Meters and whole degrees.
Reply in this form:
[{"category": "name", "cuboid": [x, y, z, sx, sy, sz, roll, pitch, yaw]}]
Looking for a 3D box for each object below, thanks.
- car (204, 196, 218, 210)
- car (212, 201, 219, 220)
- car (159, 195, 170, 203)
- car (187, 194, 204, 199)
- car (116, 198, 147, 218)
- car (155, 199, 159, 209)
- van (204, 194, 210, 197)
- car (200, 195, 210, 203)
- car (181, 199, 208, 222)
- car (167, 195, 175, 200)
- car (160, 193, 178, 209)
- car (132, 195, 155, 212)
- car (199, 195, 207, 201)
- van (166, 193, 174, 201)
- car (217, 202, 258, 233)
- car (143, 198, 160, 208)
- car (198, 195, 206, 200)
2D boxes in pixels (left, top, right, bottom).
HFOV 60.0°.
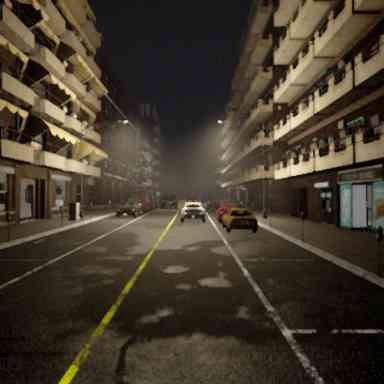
[{"category": "car", "cuboid": [2.698, 1.548, 41.547, 1.802, 1.307, 4.206, 1, 0, 0]}, {"category": "car", "cuboid": [2.699, 1.561, 24.834, 1.802, 1.307, 4.206, 1, 0, 0]}, {"category": "car", "cuboid": [-5.682, 1.469, 69.272, 1.752, 1.417, 4.829, 1, 0, 0]}, {"category": "car", "cuboid": [0.070, 1.317, 40.925, 2.097, 1.767, 4.553, 0, 0, 0]}, {"category": "car", "cuboid": [-5.681, 1.541, 30.445, 1.947, 1.339, 4.313, 1, 0, 0]}, {"category": "car", "cuboid": [-5.678, 1.281, 41.587, 2.192, 1.841, 5.009, 1, 0, 0]}, {"category": "van", "cuboid": [2.704, 1.290, 63.832, 1.690, 1.788, 3.998, 1, 0, 0]}, {"category": "car", "cuboid": [2.705, 1.469, 69.573, 1.752, 1.417, 4.829, 1, 0, 0]}, {"category": "car", "cuboid": [0.088, 1.504, 25.809, 1.812, 1.442, 4.674, 0, 0, 0]}, {"category": "car", "cuboid": [-5.683, 1.478, 91.726, 2.008, 1.369, 4.403, 1, 0, 0]}, {"category": "car", "cuboid": [-3.077, 1.185, 45.211, 2.150, 2.045, 5.566, 0, 0, 0]}, {"category": "car", "cuboid": [-5.678, 1.285, 36.015, 2.192, 1.841, 5.009, 1, 0, 0]}, {"category": "car", "cuboid": [2.677, 1.480, 80.545, 1.887, 1.381, 4.507, 1, 0, 0]}, {"category": "van", "cuboid": [-5.681, 1.272, 86.156, 1.690, 1.788, 3.998, 1, 0, 0]}, {"category": "car", "cuboid": [2.700, 1.509, 19.432, 1.752, 1.417, 4.829, 1, 0, 0]}, {"category": "car", "cuboid": [-5.682, 1.543, 47.158, 1.802, 1.307, 4.206, 1, 0, 0]}, {"category": "car", "cuboid": [2.664, 1.493, 91.688, 1.947, 1.339, 4.313, 1, 0, 0]}]
